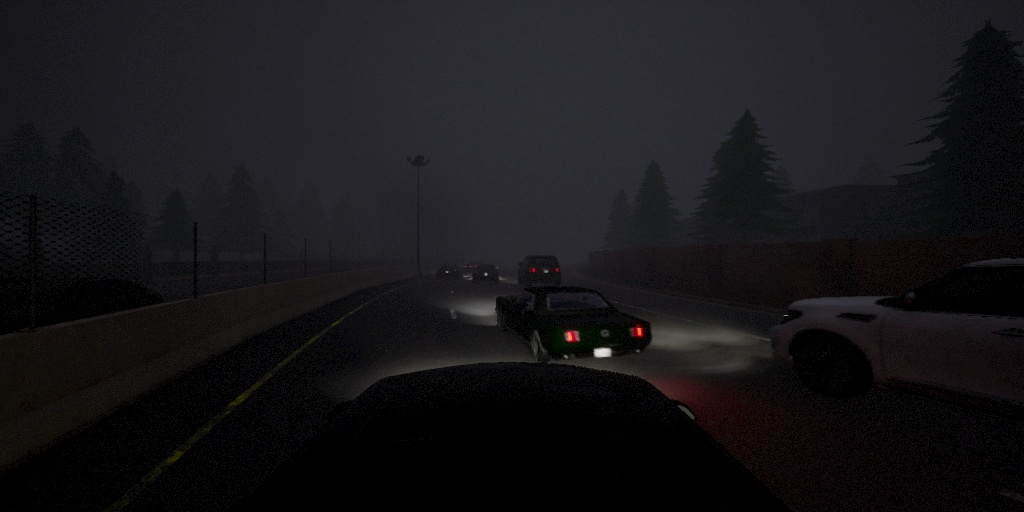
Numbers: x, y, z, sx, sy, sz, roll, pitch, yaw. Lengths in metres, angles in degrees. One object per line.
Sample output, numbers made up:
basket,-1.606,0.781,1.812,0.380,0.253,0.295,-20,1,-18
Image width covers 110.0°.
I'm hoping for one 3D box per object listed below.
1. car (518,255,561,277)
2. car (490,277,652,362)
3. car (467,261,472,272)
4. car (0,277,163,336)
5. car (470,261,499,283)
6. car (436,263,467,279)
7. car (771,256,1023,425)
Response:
car,1.741,0.978,23.787,2.150,2.045,5.566,0,0,-5
car,0.963,1.352,8.238,1.895,1.301,4.718,0,0,-15
car,-4.635,1.304,45.378,2.033,1.411,5.357,0,0,8
car,-9.831,1.255,7.537,1.837,1.490,4.892,0,0,-14
car,-2.021,1.318,28.398,1.994,1.385,4.181,0,0,-2
car,-5.539,1.318,32.371,1.994,1.385,4.181,0,0,-1
car,5.932,0.967,3.700,2.150,2.045,5.566,0,-1,-18
